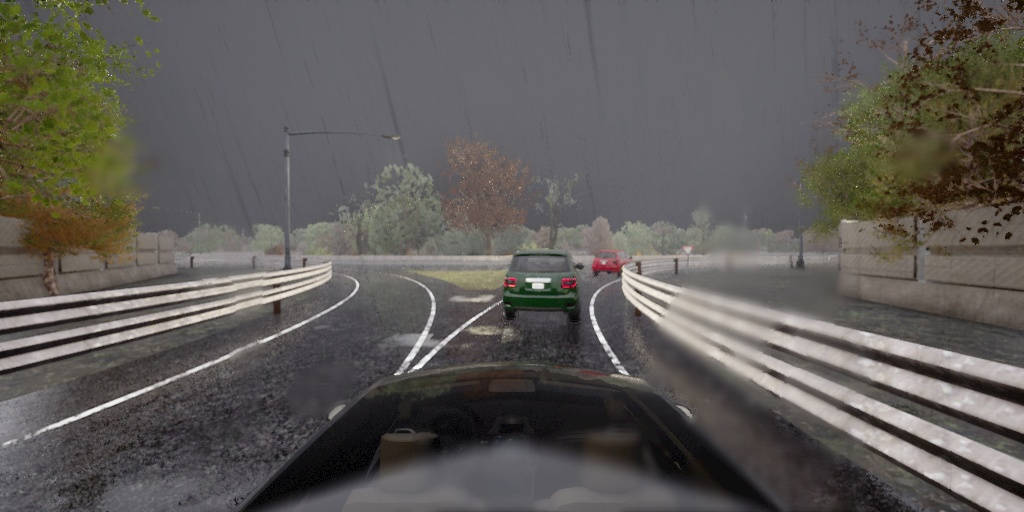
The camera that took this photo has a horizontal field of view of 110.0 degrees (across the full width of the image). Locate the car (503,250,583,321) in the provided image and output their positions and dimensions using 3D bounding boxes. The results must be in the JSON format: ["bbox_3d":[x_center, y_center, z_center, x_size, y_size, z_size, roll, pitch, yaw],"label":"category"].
[{"bbox_3d":[1.172,0.828,11.960,2.150,2.045,5.566,0,1,11],"label":"car"}]

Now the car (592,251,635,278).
[{"bbox_3d":[8.279,0.588,28.932,2.150,2.045,5.566,1,1,33],"label":"car"}]
